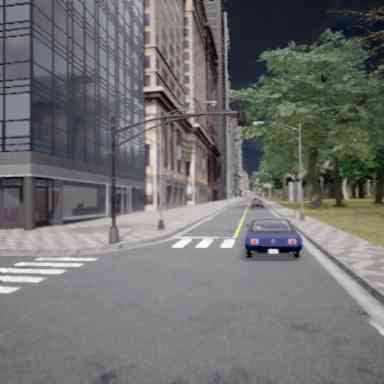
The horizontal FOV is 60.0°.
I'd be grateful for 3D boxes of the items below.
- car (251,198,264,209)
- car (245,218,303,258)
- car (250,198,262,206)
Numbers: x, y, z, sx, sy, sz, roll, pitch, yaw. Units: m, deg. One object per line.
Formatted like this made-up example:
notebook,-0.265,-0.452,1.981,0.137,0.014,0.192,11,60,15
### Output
car,10.135,1.814,51.622,2.033,1.411,5.357,-1,-1,10
car,3.071,1.659,13.105,1.895,1.301,4.718,-1,0,10
car,11.952,1.882,61.986,2.033,1.411,5.357,-1,-1,10
